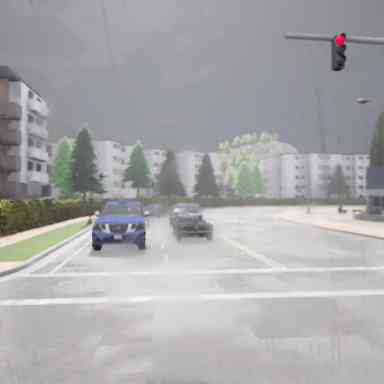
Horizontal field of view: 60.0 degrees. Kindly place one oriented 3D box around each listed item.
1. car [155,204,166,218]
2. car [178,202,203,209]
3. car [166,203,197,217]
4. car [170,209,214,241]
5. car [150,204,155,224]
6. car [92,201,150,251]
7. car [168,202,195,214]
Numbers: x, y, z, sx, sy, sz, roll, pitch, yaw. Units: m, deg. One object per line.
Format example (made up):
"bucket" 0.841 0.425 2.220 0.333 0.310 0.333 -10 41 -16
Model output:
"car" -3.854 2.018 35.966 2.128 1.511 4.902 0 -1 8
"car" 0.063 2.066 38.226 1.837 1.490 4.892 0 -1 12
"car" -0.941 1.961 28.139 2.033 1.411 5.357 0 -1 -3
"car" -0.030 1.875 18.538 1.895 1.301 4.718 0 -1 -7
"car" -4.150 1.881 25.607 1.837 1.490 4.892 0 -1 -3
"car" -3.213 1.453 15.735 2.150 2.045 5.566 0 -1 -7
"car" -1.384 2.167 46.111 2.128 1.511 4.902 0 -1 20
